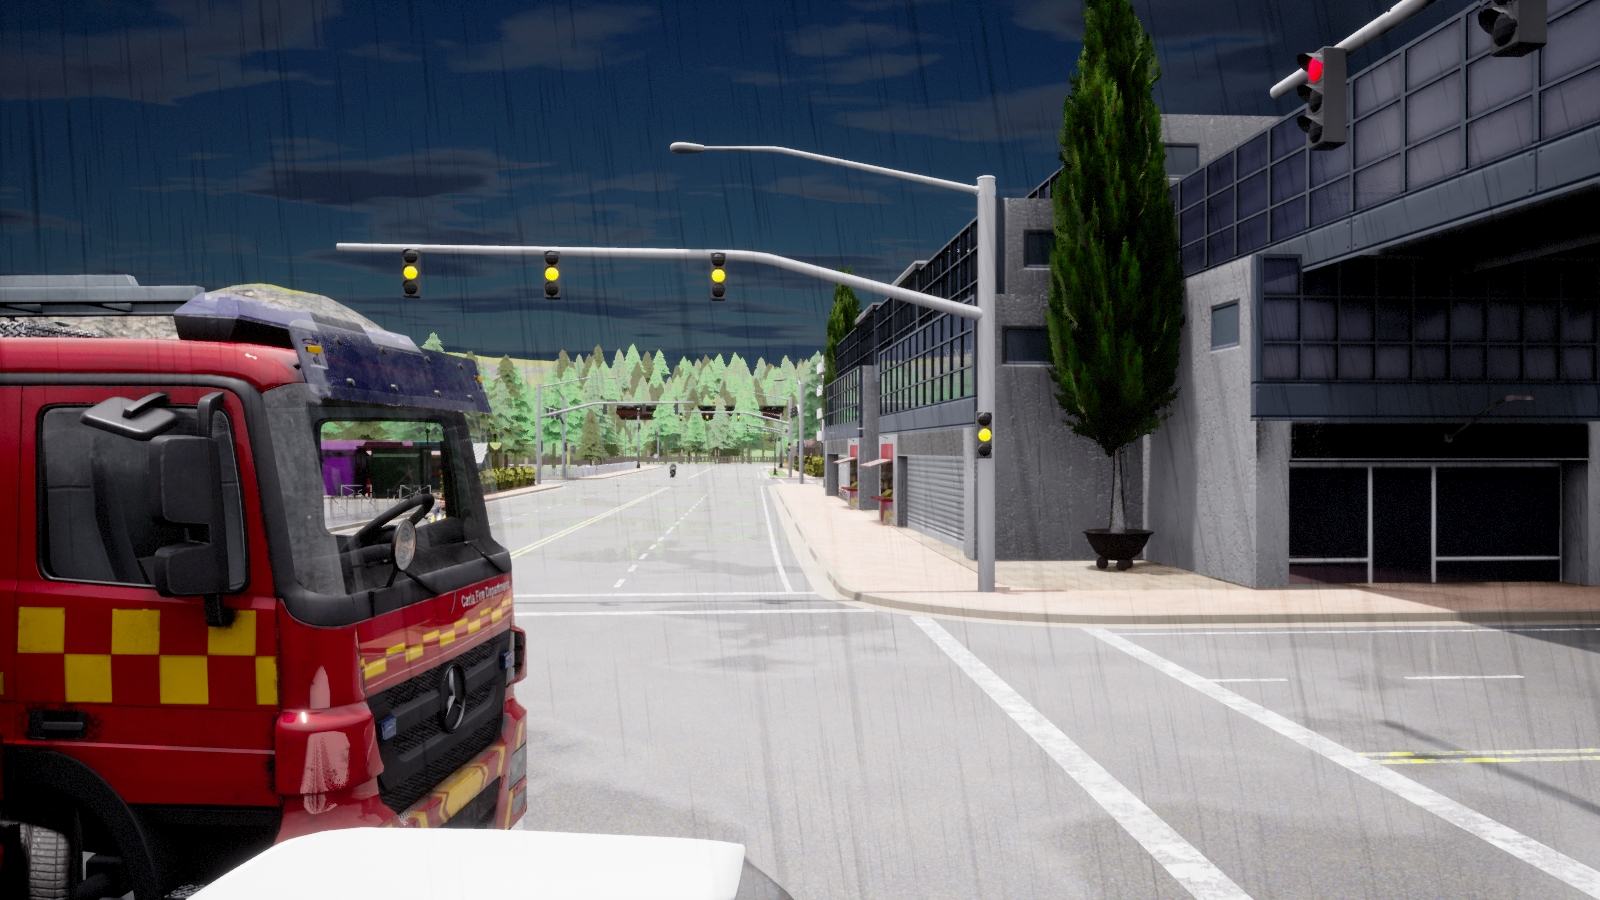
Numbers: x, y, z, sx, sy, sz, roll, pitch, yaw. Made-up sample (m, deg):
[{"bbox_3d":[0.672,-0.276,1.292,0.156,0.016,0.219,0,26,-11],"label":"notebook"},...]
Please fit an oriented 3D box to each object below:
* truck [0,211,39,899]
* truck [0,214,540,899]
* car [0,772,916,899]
[{"bbox_3d":[-7.587,0.890,3.490,8.468,3.827,2.891,0,0,-3],"label":"truck"},{"bbox_3d":[-6.102,0.890,6.659,8.468,3.827,2.891,0,0,4],"label":"truck"},{"bbox_3d":[-1.549,2.065,3.579,3.806,1.475,1.970,0,0,5],"label":"car"}]
